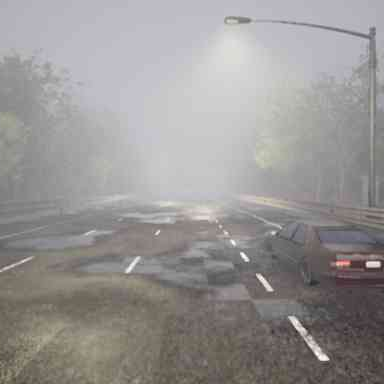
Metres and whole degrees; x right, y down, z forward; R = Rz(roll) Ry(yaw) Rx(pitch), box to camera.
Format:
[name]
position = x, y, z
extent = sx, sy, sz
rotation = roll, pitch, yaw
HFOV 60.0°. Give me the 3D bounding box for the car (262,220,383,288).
[car]
position = 3.464, 1.471, 9.136
extent = 2.033, 1.411, 5.357
rotation = 0, 0, -3
